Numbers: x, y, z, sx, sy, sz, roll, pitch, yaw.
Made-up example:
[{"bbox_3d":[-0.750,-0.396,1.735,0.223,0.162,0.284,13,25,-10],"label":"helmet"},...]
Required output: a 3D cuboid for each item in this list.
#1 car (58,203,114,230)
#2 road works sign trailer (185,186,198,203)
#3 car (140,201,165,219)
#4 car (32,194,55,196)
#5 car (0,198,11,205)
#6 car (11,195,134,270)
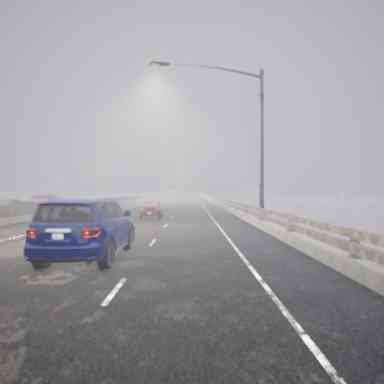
[{"bbox_3d":[-6.899,1.548,22.305,2.033,1.411,5.357,0,0,0],"label":"car"},{"bbox_3d":[-0.006,0.437,67.140,2.380,3.560,2.880,0,0,0],"label":"road works sign trailer"},{"bbox_3d":[-3.403,1.525,28.923,1.812,1.442,4.674,0,0,0],"label":"car"},{"bbox_3d":[-17.589,1.218,38.873,2.150,2.045,5.566,0,0,0],"label":"car"},{"bbox_3d":[-21.088,1.473,38.346,1.882,1.535,5.008,0,0,0],"label":"car"},{"bbox_3d":[-3.400,1.222,11.113,2.150,2.045,5.566,0,0,0],"label":"car"}]
